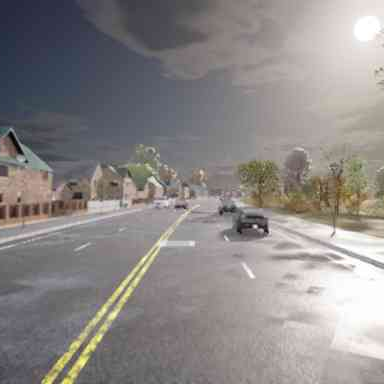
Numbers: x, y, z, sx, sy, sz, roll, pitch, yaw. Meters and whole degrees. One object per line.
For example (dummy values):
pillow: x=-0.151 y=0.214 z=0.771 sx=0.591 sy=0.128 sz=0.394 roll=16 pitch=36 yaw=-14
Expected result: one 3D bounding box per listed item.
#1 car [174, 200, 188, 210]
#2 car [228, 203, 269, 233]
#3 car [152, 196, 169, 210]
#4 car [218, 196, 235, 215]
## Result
car: x=-1.730 y=1.986 z=53.365 sx=1.882 sy=1.535 sz=5.008 roll=0 pitch=-1 yaw=4
car: x=3.613 y=1.711 z=21.144 sx=1.837 sy=1.490 sz=4.892 roll=0 pitch=0 yaw=1
car: x=-4.975 y=1.731 z=53.561 sx=2.150 sy=2.045 sz=5.566 roll=0 pitch=-1 yaw=4
car: x=4.233 y=1.729 z=39.530 sx=2.097 sy=1.767 sz=4.553 roll=0 pitch=-1 yaw=2
